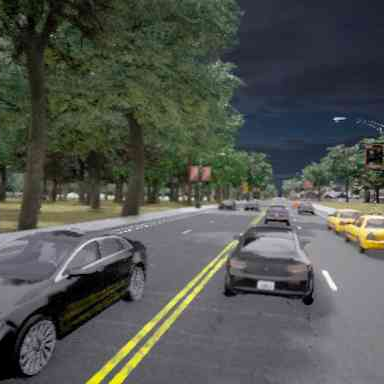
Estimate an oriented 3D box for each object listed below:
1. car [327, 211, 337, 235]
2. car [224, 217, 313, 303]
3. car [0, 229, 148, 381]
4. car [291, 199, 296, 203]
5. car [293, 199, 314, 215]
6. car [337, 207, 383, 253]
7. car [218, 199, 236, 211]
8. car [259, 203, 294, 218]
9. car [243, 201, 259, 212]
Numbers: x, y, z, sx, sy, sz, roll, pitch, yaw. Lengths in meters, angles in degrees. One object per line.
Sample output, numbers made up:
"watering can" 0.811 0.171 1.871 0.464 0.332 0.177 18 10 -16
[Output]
"car" 9.342 1.706 20.080 1.801 1.575 5.366 1 0 15
"car" 1.968 1.589 8.414 1.812 1.442 4.674 1 0 15
"car" -2.329 1.461 5.677 2.128 1.511 4.902 1 0 15
"car" 18.360 1.975 57.754 2.097 1.767 4.553 1 0 15
"car" 13.671 1.974 40.086 2.033 1.411 5.357 1 0 16
"car" 7.799 1.655 14.282 1.801 1.575 5.366 1 0 15
"car" 4.855 1.747 45.245 1.882 1.535 5.008 1 0 15
"car" 6.653 1.764 26.012 2.033 1.411 5.357 1 0 15
"car" 8.131 1.883 44.935 2.033 1.411 5.357 1 0 15
